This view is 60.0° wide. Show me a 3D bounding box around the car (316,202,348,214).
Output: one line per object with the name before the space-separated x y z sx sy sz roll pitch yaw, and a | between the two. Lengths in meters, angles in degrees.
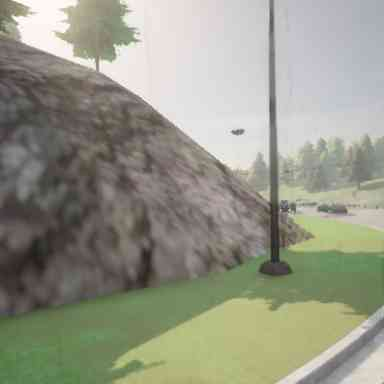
car | 17.055 1.941 40.841 1.994 1.385 4.181 0 -1 -12

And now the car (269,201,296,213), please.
car | 12.359 2.015 45.615 1.837 1.490 4.892 1 -1 -16
